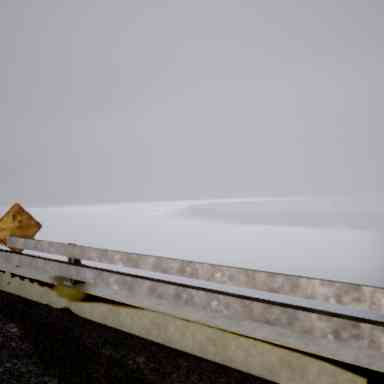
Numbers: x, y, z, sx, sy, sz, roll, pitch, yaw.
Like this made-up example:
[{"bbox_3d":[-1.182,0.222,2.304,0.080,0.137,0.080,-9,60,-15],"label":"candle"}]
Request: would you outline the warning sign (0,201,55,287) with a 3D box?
[{"bbox_3d":[-4.339,1.185,8.258,1.060,1.860,1.300,-2,0,36],"label":"warning sign"}]
